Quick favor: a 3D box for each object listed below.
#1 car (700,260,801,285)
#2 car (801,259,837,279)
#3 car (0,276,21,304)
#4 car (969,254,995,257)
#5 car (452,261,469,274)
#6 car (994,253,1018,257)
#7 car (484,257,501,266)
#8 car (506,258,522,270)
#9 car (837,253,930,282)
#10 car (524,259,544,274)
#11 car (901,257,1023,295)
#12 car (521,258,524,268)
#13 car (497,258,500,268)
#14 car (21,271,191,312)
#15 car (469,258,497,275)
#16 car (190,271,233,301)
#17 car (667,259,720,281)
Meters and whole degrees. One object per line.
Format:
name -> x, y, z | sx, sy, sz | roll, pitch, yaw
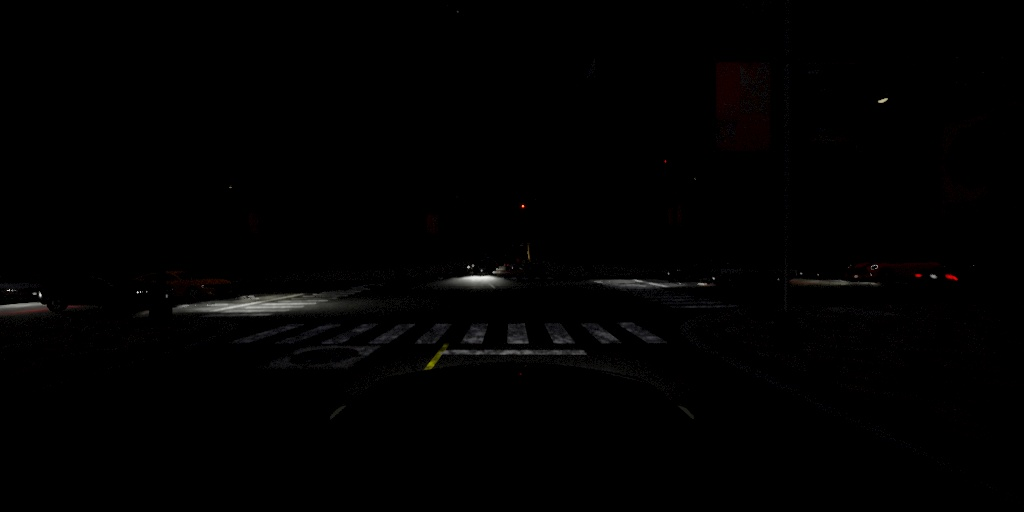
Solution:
car -> 14.845, 1.052, 22.489 | 4.718, 1.301, 1.895 | -1, 0, 0
car -> 22.960, 0.903, 25.749 | 4.718, 1.301, 1.895 | -1, 0, 0
car -> -27.619, 1.758, 18.979 | 4.674, 1.442, 1.812 | -1, 0, 0
car -> 34.122, 0.588, 25.755 | 5.008, 1.535, 1.882 | -1, 0, 0
car -> -5.785, 1.294, 41.169 | 2.007, 1.370, 4.403 | 0, 0, 0
car -> 33.985, 0.645, 22.500 | 4.674, 1.442, 1.812 | -1, 0, 0
car -> -3.191, 1.271, 58.933 | 1.812, 1.442, 4.674 | 0, 0, 0
car -> 0.027, 1.344, 52.010 | 1.895, 1.301, 4.718 | 0, 0, 0
car -> 23.806, 0.646, 22.499 | 4.553, 1.767, 2.097 | -1, 0, 0
car -> 2.740, 1.294, 41.206 | 2.007, 1.370, 4.403 | 0, 0, 0
car -> 21.059, 0.903, 15.791 | 5.357, 1.411, 2.033 | -1, 0, 0
car -> 2.689, 1.289, 52.094 | 1.888, 1.381, 4.507 | 0, 0, 0
car -> -3.156, 1.291, 48.995 | 2.033, 1.411, 5.357 | 0, 0, 0
car -> -17.624, 1.542, 15.751 | 4.902, 1.511, 2.128 | -1, 0, 2
car -> -3.110, 1.235, 39.136 | 2.128, 1.511, 4.902 | 0, 0, 0
car -> -17.646, 1.523, 18.995 | 5.008, 1.535, 1.882 | -1, 0, 2
car -> 13.705, 0.957, 25.746 | 4.902, 1.511, 2.128 | -1, 0, 0
